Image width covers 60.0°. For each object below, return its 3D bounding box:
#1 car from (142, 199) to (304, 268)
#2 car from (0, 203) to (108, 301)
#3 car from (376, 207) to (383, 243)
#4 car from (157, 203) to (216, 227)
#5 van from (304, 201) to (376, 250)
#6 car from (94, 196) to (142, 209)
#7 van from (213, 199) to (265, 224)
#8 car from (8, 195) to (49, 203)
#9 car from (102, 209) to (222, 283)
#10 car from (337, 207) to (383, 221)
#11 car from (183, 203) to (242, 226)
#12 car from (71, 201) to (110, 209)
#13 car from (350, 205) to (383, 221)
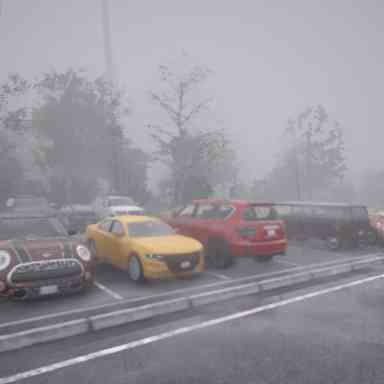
[{"bbox_3d":[0.732,1.278,11.783,2.435,2.045,5.566,1,-1,-36],"label":"car"},{"bbox_3d":[-4.087,1.307,8.284,2.185,1.767,4.553,1,-1,-36],"label":"car"},{"bbox_3d":[8.213,1.614,17.180,2.185,1.767,4.553,2,-1,-36],"label":"car"},{"bbox_3d":[-0.580,1.689,26.157,1.946,1.575,5.366,2,-1,-36],"label":"car"},{"bbox_3d":[5.701,1.438,15.476,1.878,1.987,4.442,2,-1,-36],"label":"van"},{"bbox_3d":[-5.090,1.309,22.647,2.435,2.045,5.566,1,-1,-36],"label":"car"},{"bbox_3d":[4.028,1.618,29.101,1.878,1.987,4.442,2,-1,-36],"label":"van"},{"bbox_3d":[-9.508,1.217,19.437,2.435,2.045,5.566,1,-1,-36],"label":"car"},{"bbox_3d":[-1.618,1.482,10.046,2.097,1.535,5.008,1,-1,-36],"label":"car"},{"bbox_3d":[20.835,2.702,41.304,2.002,1.452,4.674,3,-2,-36],"label":"car"},{"bbox_3d":[1.579,1.760,27.710,1.946,1.575,5.366,2,-1,-36],"label":"car"},{"bbox_3d":[-7.365,1.512,21.021,2.231,1.521,4.892,1,-1,-36],"label":"car"},{"bbox_3d":[23.385,2.681,43.195,2.185,1.767,4.553,3,-2,-35],"label":"car"}]
